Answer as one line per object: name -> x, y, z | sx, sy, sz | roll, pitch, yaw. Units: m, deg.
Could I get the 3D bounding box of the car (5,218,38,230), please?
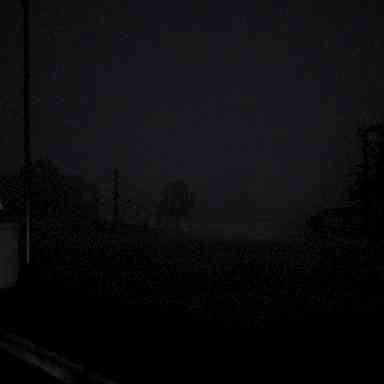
car -> -22.370, 4.010, 41.536 | 4.674, 1.452, 2.002 | 0, -5, 4

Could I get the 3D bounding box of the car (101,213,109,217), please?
car -> -23.215, 7.464, 91.359 | 2.231, 1.521, 4.892 | 0, 1, 10

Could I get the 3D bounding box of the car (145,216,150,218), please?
car -> -12.857, 7.682, 85.223 | 2.163, 1.488, 4.792 | 1, 1, 9

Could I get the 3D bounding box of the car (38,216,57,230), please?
car -> -21.146, 4.293, 44.291 | 4.674, 1.452, 2.002 | 0, -6, 4

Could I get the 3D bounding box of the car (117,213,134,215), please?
car -> -17.994, 7.430, 88.298 | 2.185, 1.767, 4.553 | 0, 1, 10

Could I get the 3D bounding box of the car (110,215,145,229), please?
car -> -12.490, 5.979, 63.518 | 5.566, 2.045, 2.435 | 0, -5, 4

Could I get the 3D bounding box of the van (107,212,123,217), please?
van -> -20.585, 7.281, 89.950 | 1.878, 1.987, 4.442 | 0, 1, 10

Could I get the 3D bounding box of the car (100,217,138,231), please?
car -> -10.188, 4.728, 46.624 | 1.882, 1.535, 5.008 | -1, -6, 23

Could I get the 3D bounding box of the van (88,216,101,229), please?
van -> -17.302, 4.877, 52.547 | 4.442, 1.987, 1.878 | 0, -6, 4

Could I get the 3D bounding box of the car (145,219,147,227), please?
car -> -11.234, 6.551, 66.235 | 4.674, 1.452, 2.002 | 0, -5, 4

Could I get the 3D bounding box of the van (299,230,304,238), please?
van -> 23.581, 8.248, 66.785 | 1.878, 1.987, 4.442 | 0, 1, 4

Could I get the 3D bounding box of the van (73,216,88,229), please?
van -> -18.542, 4.594, 49.798 | 4.442, 1.987, 1.878 | 0, -6, 4

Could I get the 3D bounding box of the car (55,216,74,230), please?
car -> -20.087, 4.532, 47.051 | 5.366, 1.575, 1.946 | 0, -5, 4

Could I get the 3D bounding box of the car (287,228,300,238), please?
car -> 20.845, 8.308, 67.965 | 2.185, 1.767, 4.553 | 1, 1, 5

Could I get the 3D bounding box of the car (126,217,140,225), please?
car -> -15.333, 7.595, 87.021 | 1.946, 1.575, 5.366 | 0, 1, 9
